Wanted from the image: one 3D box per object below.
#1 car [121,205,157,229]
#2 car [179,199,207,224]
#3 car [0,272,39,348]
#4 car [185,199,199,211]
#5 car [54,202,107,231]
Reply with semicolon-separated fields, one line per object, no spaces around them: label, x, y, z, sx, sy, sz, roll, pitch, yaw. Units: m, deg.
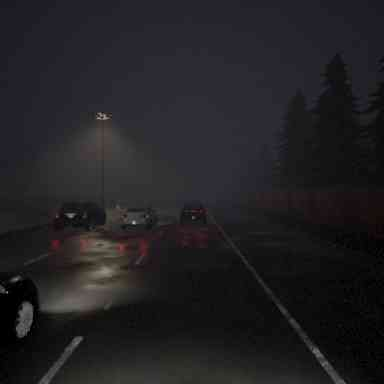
car;-3.403;1.575;21.841;1.812;1.442;4.674;0;0;0
car;0.096;1.548;24.993;2.128;1.511;4.902;0;0;0
car;-3.401;1.513;3.492;1.837;1.490;4.892;0;0;0
car;-0.004;1.623;43.024;1.812;1.442;4.674;0;0;0
car;-6.903;1.399;21.055;2.097;1.767;4.553;0;0;0
